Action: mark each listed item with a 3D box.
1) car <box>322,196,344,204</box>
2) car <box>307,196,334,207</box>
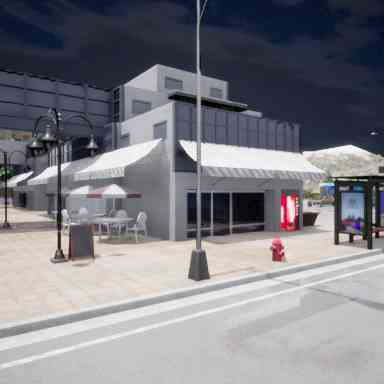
[{"bbox_3d":[28.470,1.490,66.923,4.514,1.523,2.007,0,0,-36],"label":"car"},{"bbox_3d":[19.184,1.345,48.811,5.027,1.636,2.152,0,0,-36],"label":"car"}]
